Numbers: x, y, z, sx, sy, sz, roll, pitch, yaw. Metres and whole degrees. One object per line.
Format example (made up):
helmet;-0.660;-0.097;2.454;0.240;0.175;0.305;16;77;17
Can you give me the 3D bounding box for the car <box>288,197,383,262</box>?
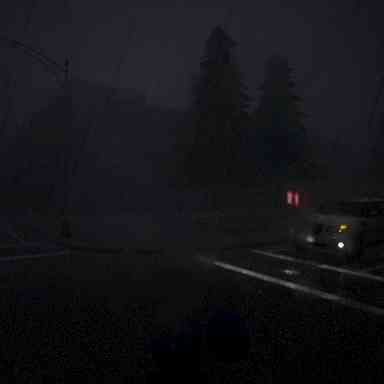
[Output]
car;5.982;1.201;12.449;5.566;2.045;2.150;1;0;-38
